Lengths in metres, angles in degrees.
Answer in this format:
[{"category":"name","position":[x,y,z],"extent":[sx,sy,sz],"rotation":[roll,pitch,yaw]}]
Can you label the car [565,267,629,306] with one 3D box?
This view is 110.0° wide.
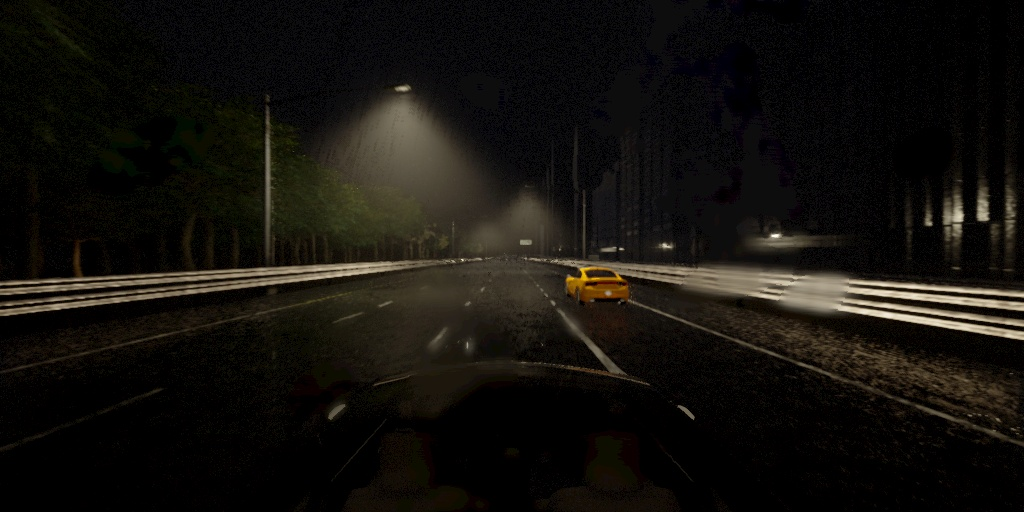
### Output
[{"category":"car","position":[3.569,1.237,15.847],"extent":[1.882,1.535,5.008],"rotation":[0,0,0]}]
